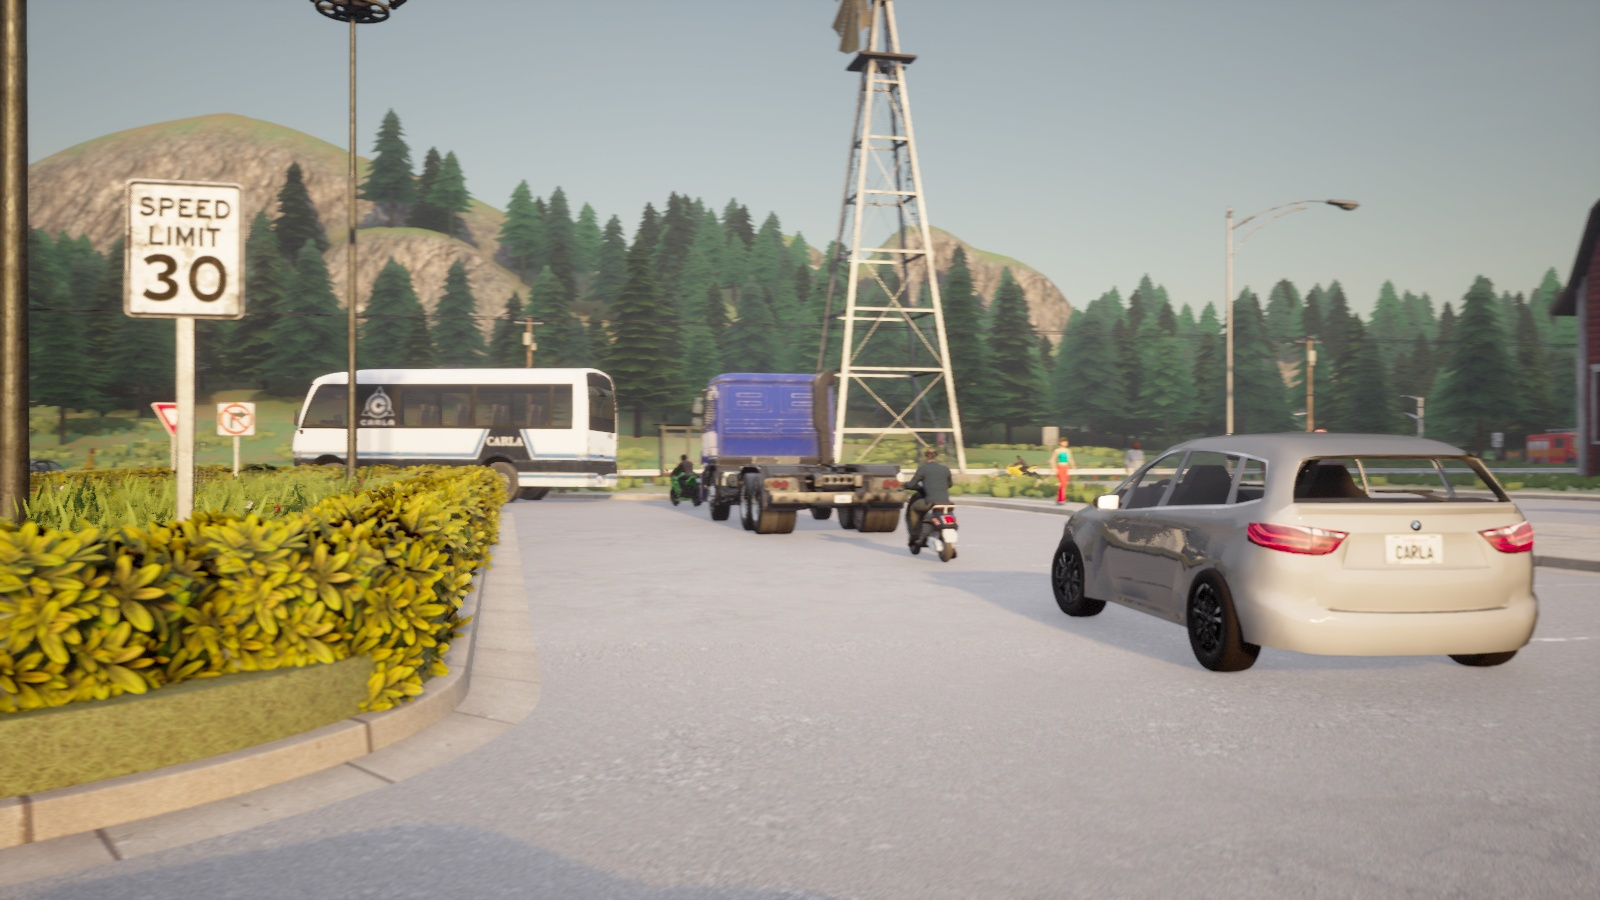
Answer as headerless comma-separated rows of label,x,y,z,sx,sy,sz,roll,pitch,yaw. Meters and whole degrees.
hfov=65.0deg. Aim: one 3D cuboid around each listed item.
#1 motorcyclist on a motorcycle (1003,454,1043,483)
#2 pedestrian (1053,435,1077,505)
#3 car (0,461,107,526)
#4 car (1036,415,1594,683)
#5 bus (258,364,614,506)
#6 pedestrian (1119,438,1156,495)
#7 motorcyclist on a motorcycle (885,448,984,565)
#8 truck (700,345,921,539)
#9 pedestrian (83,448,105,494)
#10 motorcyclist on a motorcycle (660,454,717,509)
motorcyclist on a motorcycle,12.125,0.982,68.278,2.044,1.523,0.797,0,2,21
pedestrian,7.017,0.519,33.218,0.345,1.836,0.594,0,0,-20
car,-18.628,0.991,30.179,2.033,1.411,5.357,0,0,-13
car,3.709,0.622,10.215,2.242,1.667,4.611,0,0,-7
bus,-11.570,-0.413,40.523,10.273,4.253,3.944,0,-2,9
pedestrian,11.094,0.541,41.295,0.874,1.855,0.900,0,0,-12
motorcyclist on a motorcycle,1.904,0.771,18.048,0.866,1.590,1.817,0,0,-13
truck,-0.094,-0.120,26.622,2.891,3.462,7.936,0,0,-13
pedestrian,-28.753,0.855,51.136,0.726,1.835,0.370,0,0,-16
motorcyclist on a motorcycle,-3.200,0.894,35.863,0.797,1.523,2.044,0,-1,-31
